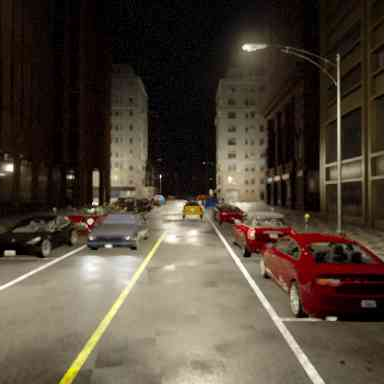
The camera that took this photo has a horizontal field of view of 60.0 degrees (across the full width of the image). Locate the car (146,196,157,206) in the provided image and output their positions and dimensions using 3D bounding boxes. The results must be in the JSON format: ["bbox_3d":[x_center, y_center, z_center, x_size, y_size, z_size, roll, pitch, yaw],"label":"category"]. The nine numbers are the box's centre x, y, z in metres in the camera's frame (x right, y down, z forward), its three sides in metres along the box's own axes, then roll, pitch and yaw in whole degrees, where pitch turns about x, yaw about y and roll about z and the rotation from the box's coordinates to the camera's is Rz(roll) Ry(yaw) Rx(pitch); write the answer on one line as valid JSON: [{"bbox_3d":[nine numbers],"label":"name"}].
[{"bbox_3d":[-5.845,1.539,41.002,1.967,1.590,4.097,1,0,0],"label":"car"}]

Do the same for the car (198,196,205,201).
[{"bbox_3d":[2.679,1.795,90.491,1.802,1.307,4.206,1,0,0],"label":"car"}]

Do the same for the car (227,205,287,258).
[{"bbox_3d":[2.679,1.473,12.888,1.967,1.590,4.097,1,0,0],"label":"car"}]

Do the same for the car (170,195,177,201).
[{"bbox_3d":[-5.847,1.795,90.482,1.802,1.307,4.206,1,0,0],"label":"car"}]

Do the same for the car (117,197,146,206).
[{"bbox_3d":[-5.844,1.388,29.754,2.192,1.841,5.009,1,0,0],"label":"car"}]

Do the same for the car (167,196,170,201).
[{"bbox_3d":[-5.846,1.695,63.499,1.887,1.381,4.507,1,0,0],"label":"car"}]

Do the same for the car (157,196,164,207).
[{"bbox_3d":[-5.847,1.706,52.250,1.802,1.307,4.206,1,0,0],"label":"car"}]

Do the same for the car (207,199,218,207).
[{"bbox_3d":[2.678,1.624,29.761,2.008,1.369,4.403,1,0,0],"label":"car"}]

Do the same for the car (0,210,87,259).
[{"bbox_3d":[-5.848,1.599,12.880,1.947,1.339,4.313,1,0,0],"label":"car"}]

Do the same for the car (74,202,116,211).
[{"bbox_3d":[-5.846,1.487,18.505,1.967,1.590,4.097,1,0,0],"label":"car"}]

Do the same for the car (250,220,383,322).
[{"bbox_3d":[2.678,1.563,7.263,1.887,1.381,4.507,1,0,0],"label":"car"}]

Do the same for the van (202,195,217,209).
[{"bbox_3d":[2.681,1.453,46.636,1.690,1.788,3.998,1,0,0],"label":"van"}]

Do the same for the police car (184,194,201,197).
[{"bbox_3d":[0.006,1.556,54.935,1.930,1.638,5.238,0,0,0],"label":"police car"}]

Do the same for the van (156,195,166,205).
[{"bbox_3d":[-5.844,1.478,57.875,1.690,1.788,3.998,1,0,0],"label":"van"}]

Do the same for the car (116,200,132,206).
[{"bbox_3d":[-5.847,1.585,23.959,1.752,1.417,4.829,1,0,0],"label":"car"}]

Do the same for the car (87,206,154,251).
[{"bbox_3d":[-3.004,1.585,14.683,2.033,1.411,5.357,0,0,0],"label":"car"}]

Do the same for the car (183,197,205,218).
[{"bbox_3d":[0.069,1.533,31.492,1.801,1.575,5.366,0,0,0],"label":"car"}]

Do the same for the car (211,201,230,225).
[{"bbox_3d":[2.678,1.605,24.137,1.887,1.381,4.507,1,0,0],"label":"car"}]
